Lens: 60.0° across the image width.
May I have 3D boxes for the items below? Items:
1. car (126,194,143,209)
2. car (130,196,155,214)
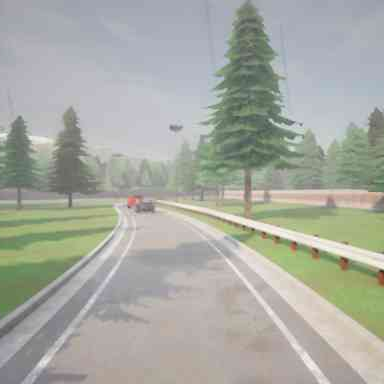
[{"bbox_3d":[-7.897,1.255,46.518,2.150,2.045,5.566,0,0,-14],"label":"car"},{"bbox_3d":[-5.185,1.514,36.188,2.128,1.511,4.902,0,0,-15],"label":"car"}]
